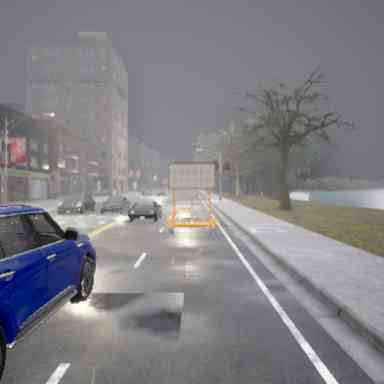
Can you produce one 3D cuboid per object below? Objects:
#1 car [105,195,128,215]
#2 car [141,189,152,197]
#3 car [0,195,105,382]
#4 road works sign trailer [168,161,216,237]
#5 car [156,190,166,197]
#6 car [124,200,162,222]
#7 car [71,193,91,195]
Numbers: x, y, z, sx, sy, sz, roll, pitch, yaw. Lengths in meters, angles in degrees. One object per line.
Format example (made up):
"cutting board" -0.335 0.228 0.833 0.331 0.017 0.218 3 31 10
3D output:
"car" -6.594 1.088 28.913 1.837 1.490 4.892 0 1 0
"car" -9.743 0.213 71.009 1.837 1.490 4.892 0 1 0
"car" -3.150 1.179 4.879 2.150 2.045 5.566 0 1 0
"road works sign trailer" 0.001 0.261 16.792 2.380 3.560 2.880 0 1 0
"car" -6.493 0.253 71.010 2.033 1.411 5.357 0 1 0
"car" -3.148 1.285 23.305 1.895 1.301 4.718 0 1 0
"car" -9.844 0.940 28.689 2.097 1.767 4.553 0 1 0
